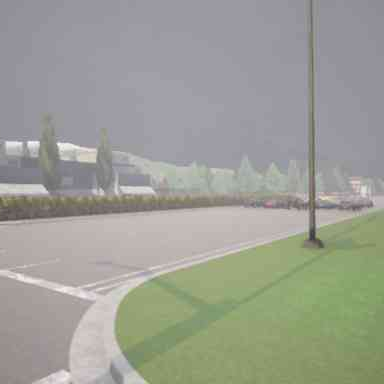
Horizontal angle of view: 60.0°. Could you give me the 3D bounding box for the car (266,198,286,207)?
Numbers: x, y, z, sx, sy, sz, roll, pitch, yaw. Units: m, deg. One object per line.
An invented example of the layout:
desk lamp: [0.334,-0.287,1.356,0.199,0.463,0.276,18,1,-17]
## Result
car: [14.686,1.767,58.171,1.994,1.385,4.181,-1,0,36]

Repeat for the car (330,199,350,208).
car: [23.155,1.709,51.964,1.895,1.301,4.718,-1,0,36]

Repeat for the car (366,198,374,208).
car: [25.460,1.624,49.193,2.033,1.411,5.357,-1,0,36]

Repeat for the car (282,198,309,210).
car: [14.653,1.644,46.240,1.837,1.490,4.892,-1,0,37]

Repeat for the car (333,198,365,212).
car: [19.324,1.568,40.796,2.128,1.511,4.902,-1,0,37]

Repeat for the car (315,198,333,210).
car: [17.985,1.672,44.851,1.994,1.385,4.181,-1,0,37]

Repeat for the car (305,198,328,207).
car: [20.320,1.687,54.017,2.033,1.411,5.357,-1,0,36]

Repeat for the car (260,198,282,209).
car: [12.071,1.735,48.625,1.994,1.385,4.181,-1,0,37]

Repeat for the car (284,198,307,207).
car: [17.503,1.719,56.094,2.033,1.411,5.357,-1,0,36]

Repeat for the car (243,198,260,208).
car: [9.576,1.707,51.139,1.837,1.490,4.892,-1,0,37]
